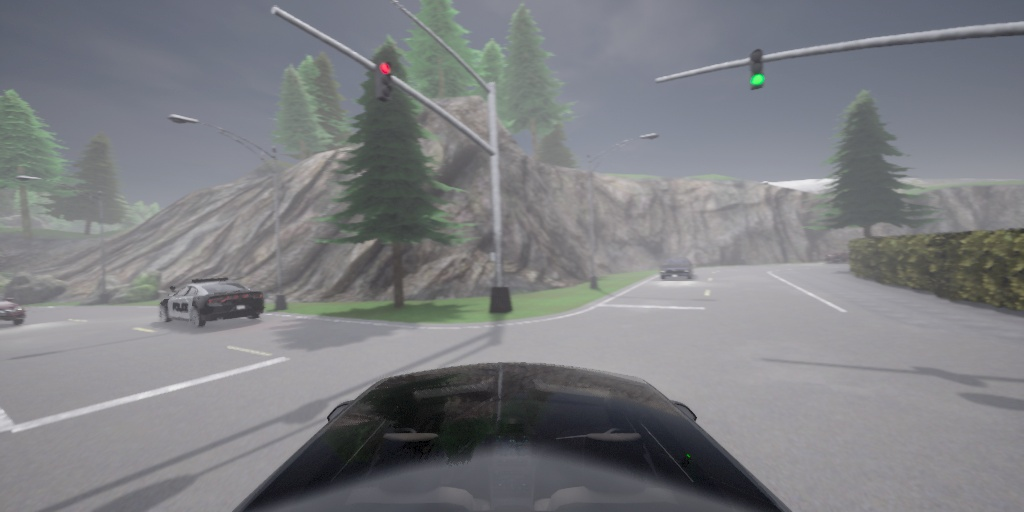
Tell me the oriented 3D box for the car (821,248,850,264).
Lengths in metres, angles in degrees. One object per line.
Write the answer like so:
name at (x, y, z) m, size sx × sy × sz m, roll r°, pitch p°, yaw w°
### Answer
car at (30.191, -0.088, 31.466) m, size 4.674 × 1.442 × 1.812 m, roll -2°, pitch 0°, yaw 21°

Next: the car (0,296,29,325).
car at (-22.748, 2.266, 15.038) m, size 4.674 × 1.442 × 1.812 m, roll -2°, pitch 0°, yaw 20°

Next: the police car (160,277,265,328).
police car at (-11.634, 1.676, 13.776) m, size 5.238 × 1.638 × 1.930 m, roll -2°, pitch 0°, yaw 31°

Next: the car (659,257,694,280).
car at (11.230, 0.778, 24.324) m, size 2.033 × 1.411 × 5.357 m, roll -3°, pitch 0°, yaw 29°
